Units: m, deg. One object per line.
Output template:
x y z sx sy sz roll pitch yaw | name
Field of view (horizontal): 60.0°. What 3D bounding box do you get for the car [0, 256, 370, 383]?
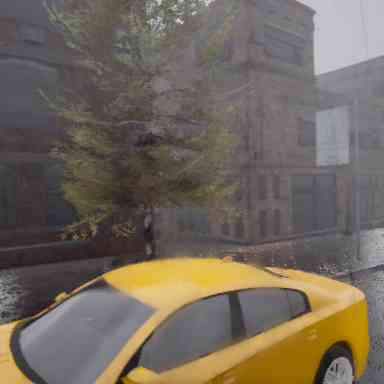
-0.287 1.477 3.173 5.008 1.535 1.882 0 0 -35 | car
